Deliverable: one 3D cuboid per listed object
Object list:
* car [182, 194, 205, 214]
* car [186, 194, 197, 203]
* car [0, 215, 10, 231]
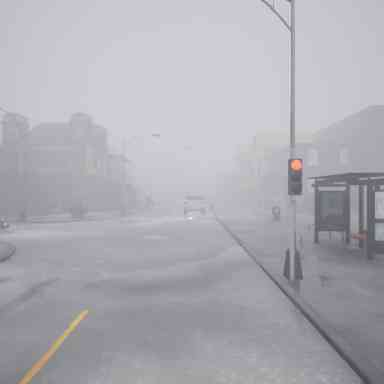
[{"bbox_3d":[0.176,1.221,34.898,2.150,2.045,5.566,0,0,-1],"label":"car"},{"bbox_3d":[-0.087,1.352,67.190,2.097,1.767,4.553,0,0,0],"label":"car"},{"bbox_3d":[-12.503,1.504,17.993,4.892,1.490,1.837,0,0,-2],"label":"car"}]
